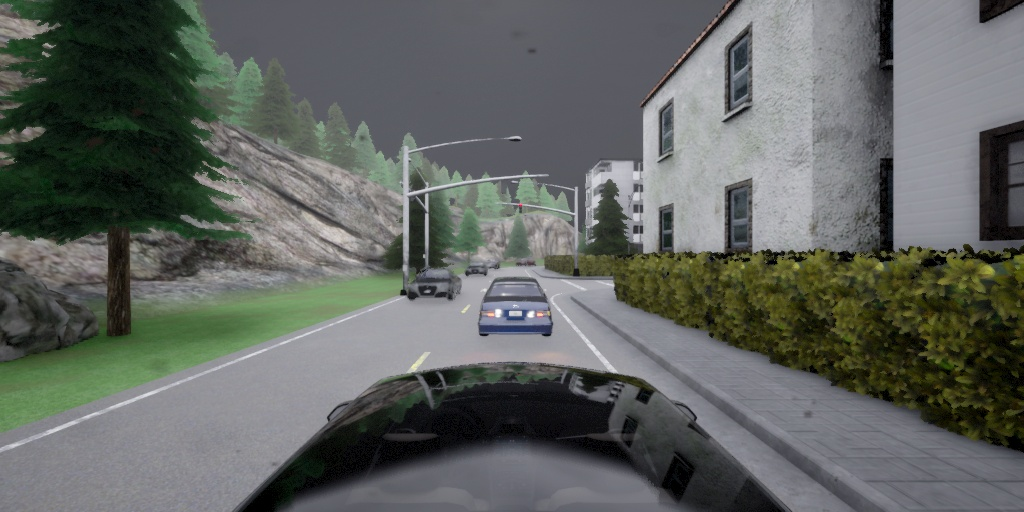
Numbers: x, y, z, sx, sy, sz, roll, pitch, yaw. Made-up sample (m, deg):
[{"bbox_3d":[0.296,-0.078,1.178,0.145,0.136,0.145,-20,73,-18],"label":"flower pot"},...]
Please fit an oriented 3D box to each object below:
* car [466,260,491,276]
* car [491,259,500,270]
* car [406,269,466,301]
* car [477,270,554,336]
[{"bbox_3d":[-3.513,1.314,36.141,1.994,1.385,4.181,0,0,0],"label":"car"},{"bbox_3d":[-2.959,1.242,51.447,2.128,1.511,4.902,0,0,8],"label":"car"},{"bbox_3d":[-3.585,1.314,17.203,1.994,1.385,4.181,0,0,0],"label":"car"},{"bbox_3d":[0.088,1.297,10.313,2.033,1.411,5.357,0,0,0],"label":"car"}]
